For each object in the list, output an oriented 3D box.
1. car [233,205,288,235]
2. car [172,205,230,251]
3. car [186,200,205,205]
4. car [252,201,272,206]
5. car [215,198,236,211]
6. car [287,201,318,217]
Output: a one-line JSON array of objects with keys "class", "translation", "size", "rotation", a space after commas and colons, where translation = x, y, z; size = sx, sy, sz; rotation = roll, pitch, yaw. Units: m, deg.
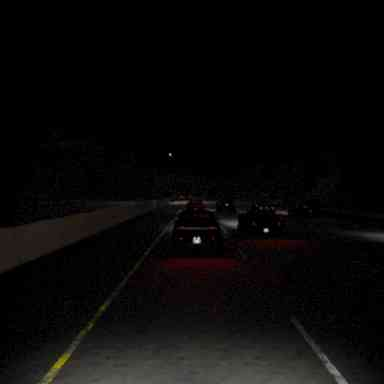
[{"class": "car", "translation": [3.731, 1.641, 18.882], "size": [1.895, 1.301, 4.718], "rotation": [0, 0, 0]}, {"class": "car", "translation": [0.196, 1.509, 14.062], "size": [2.128, 1.511, 4.902], "rotation": [0, 0, 0]}, {"class": "car", "translation": [0.351, 1.577, 35.379], "size": [1.882, 1.535, 5.008], "rotation": [0, 0, 0]}, {"class": "car", "translation": [7.352, 1.655, 35.345], "size": [2.033, 1.411, 5.357], "rotation": [0, 0, 0]}, {"class": "car", "translation": [3.879, 1.470, 39.079], "size": [2.097, 1.767, 4.553], "rotation": [0, 0, 0]}, {"class": "car", "translation": [10.833, 1.593, 32.801], "size": [2.128, 1.511, 4.902], "rotation": [0, 0, 0]}]
